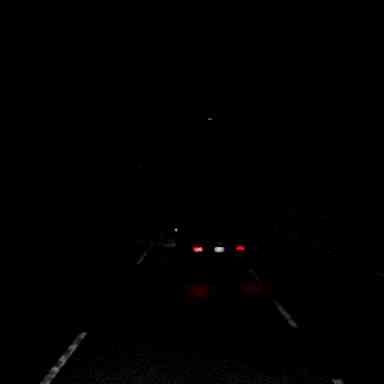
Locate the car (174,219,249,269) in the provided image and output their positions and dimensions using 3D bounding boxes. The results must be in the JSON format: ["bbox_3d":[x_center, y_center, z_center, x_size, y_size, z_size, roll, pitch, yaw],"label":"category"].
[{"bbox_3d":[0.462,1.628,11.537,2.033,1.411,5.357,0,0,-7],"label":"car"}]
